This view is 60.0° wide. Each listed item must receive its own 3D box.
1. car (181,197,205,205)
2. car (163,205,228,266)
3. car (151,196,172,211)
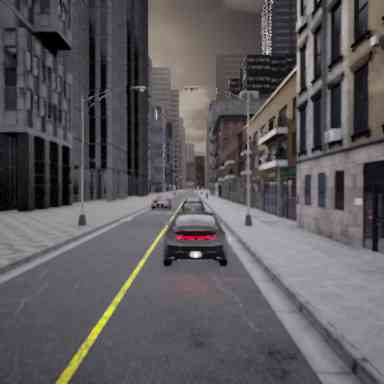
[{"bbox_3d":[0.099,1.141,29.055,2.128,1.511,4.902,0,1,0],"label":"car"},{"bbox_3d":[0.101,1.364,11.040,1.837,1.490,4.892,0,0,0],"label":"car"},{"bbox_3d":[-3.091,1.151,34.479,1.994,1.385,4.181,0,1,0],"label":"car"}]
